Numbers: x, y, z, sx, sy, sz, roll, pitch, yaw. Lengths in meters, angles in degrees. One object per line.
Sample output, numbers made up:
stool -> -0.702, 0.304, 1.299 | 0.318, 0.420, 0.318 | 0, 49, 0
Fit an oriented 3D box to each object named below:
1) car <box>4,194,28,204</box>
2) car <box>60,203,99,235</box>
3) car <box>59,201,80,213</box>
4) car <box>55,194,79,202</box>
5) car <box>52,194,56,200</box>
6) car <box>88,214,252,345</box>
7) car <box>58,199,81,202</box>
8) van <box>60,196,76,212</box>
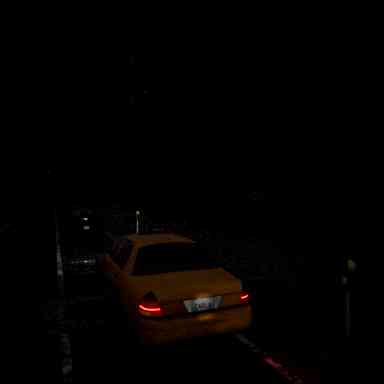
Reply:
car -> -21.475, 1.156, 40.337 | 2.033, 1.411, 5.357 | 0, 0, -23
car -> -6.122, 1.551, 18.686 | 2.008, 1.369, 4.403 | 0, 0, -23
car -> -8.244, 1.552, 23.785 | 2.008, 1.369, 4.403 | 0, 0, -23
car -> -12.487, 1.316, 33.986 | 2.192, 1.841, 5.009 | 0, 0, -23
car -> -31.731, 1.470, 79.499 | 1.967, 1.590, 4.097 | 0, 0, -24
car -> -0.841, 1.457, 6.750 | 1.801, 1.575, 5.366 | 0, 0, -23
car -> -10.365, 1.567, 28.885 | 1.947, 1.339, 4.313 | 0, 0, -23
van -> -14.609, 1.343, 39.085 | 1.690, 1.788, 3.998 | 0, 0, -23
